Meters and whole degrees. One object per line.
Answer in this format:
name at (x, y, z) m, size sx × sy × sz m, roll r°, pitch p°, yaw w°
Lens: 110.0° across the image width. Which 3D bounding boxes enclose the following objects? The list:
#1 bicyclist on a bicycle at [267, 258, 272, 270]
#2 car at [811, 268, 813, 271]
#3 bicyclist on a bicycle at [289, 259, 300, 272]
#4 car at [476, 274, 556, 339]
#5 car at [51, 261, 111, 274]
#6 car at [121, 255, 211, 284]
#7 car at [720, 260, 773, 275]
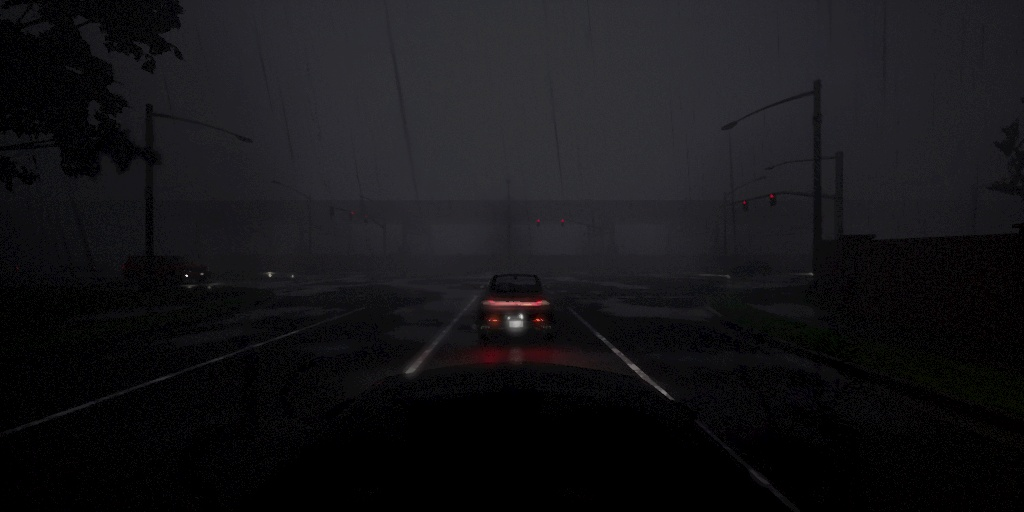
bicyclist on a bicycle at (-31.596, 1.050, 46.730) m, size 0.582 × 1.620 × 1.656 m, roll 0°, pitch 0°, yaw -33°
car at (33.178, 1.047, 35.737) m, size 5.357 × 1.411 × 2.033 m, roll -1°, pitch 0°, yaw 2°
bicyclist on a bicycle at (-27.044, 1.203, 44.640) m, size 0.582 × 1.620 × 1.656 m, roll 0°, pitch 0°, yaw 14°
car at (0.096, 1.242, 10.074) m, size 2.128 × 1.511 × 4.902 m, roll 0°, pitch 0°, yaw 0°
car at (-49.659, 1.297, 41.373) m, size 5.357 × 1.411 × 2.033 m, roll 0°, pitch 0°, yaw 2°
car at (-25.625, 0.971, 26.644) m, size 5.566 × 2.045 × 2.150 m, roll 0°, pitch 0°, yaw 4°
car at (23.503, 1.140, 36.003) m, size 4.674 × 1.442 × 1.812 m, roll -1°, pitch 0°, yaw 2°
